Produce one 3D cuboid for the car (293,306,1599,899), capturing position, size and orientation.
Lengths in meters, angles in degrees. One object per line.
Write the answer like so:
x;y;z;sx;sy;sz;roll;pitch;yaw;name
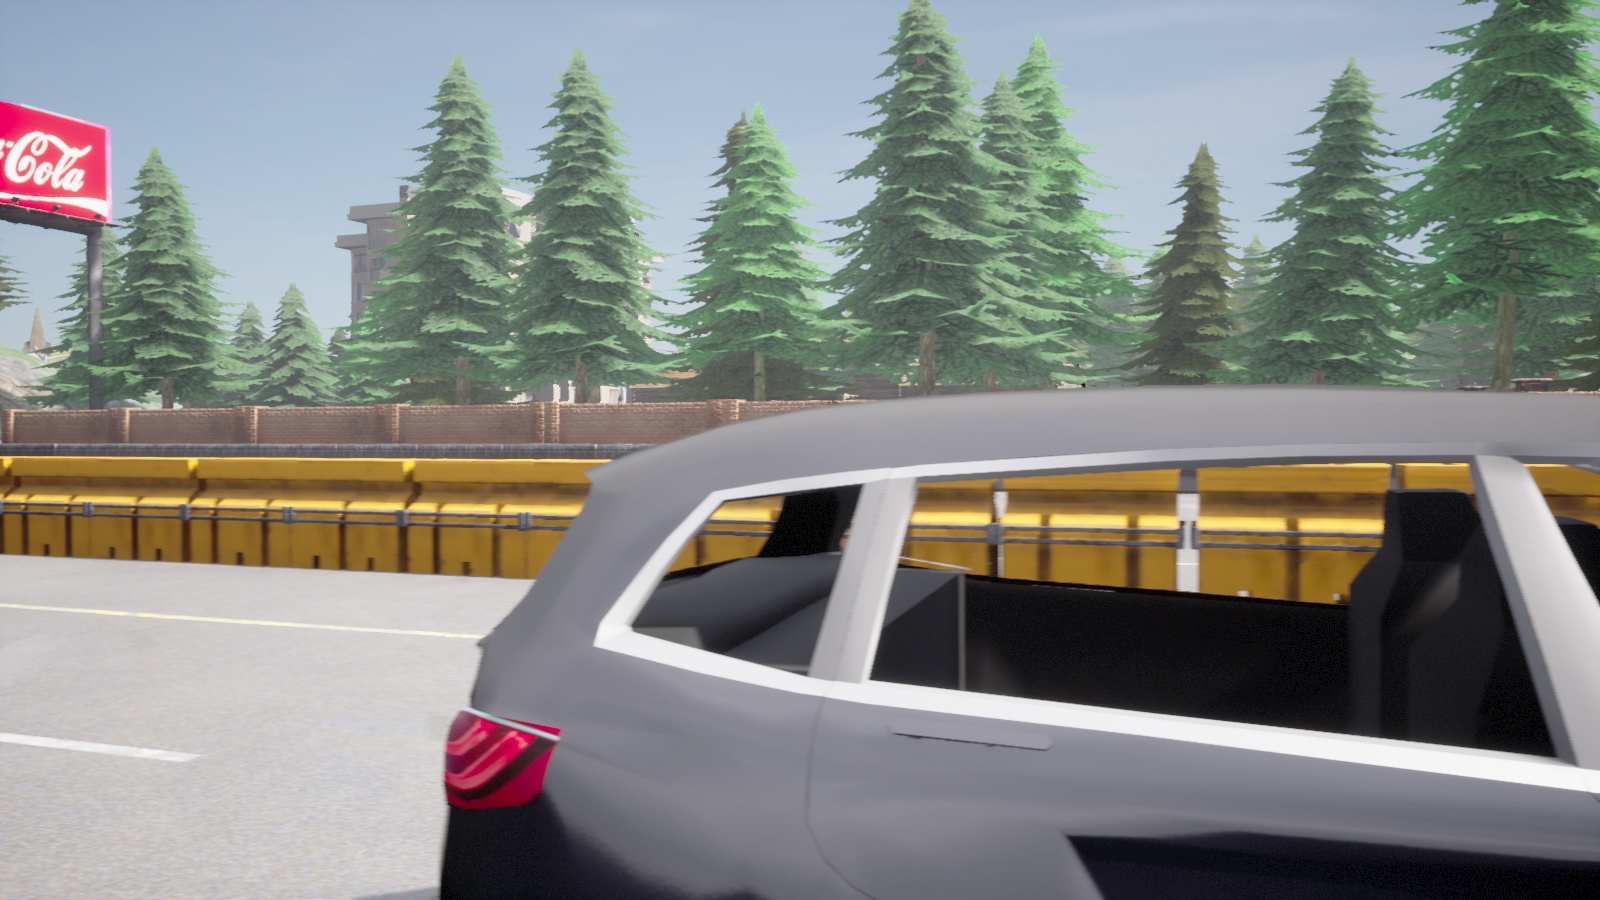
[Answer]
1.668;0.637;2.546;4.611;1.667;2.242;0;1;17;car
